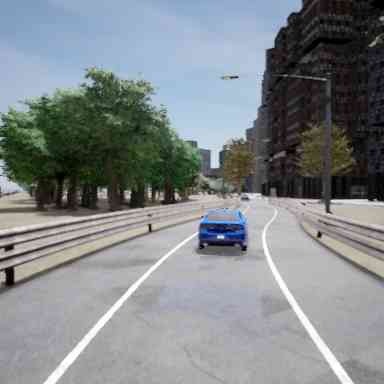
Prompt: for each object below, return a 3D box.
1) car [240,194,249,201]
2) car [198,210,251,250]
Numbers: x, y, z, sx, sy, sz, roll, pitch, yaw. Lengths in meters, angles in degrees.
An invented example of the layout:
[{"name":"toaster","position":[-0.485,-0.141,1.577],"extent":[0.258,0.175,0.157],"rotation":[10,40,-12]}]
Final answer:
[{"name":"car","position":[12.705,1.311,81.920],"extent":[2.097,1.767,4.553],"rotation":[0,0,-3]},{"name":"car","position":[1.489,1.500,14.505],"extent":[1.882,1.535,5.008],"rotation":[0,0,10]}]
